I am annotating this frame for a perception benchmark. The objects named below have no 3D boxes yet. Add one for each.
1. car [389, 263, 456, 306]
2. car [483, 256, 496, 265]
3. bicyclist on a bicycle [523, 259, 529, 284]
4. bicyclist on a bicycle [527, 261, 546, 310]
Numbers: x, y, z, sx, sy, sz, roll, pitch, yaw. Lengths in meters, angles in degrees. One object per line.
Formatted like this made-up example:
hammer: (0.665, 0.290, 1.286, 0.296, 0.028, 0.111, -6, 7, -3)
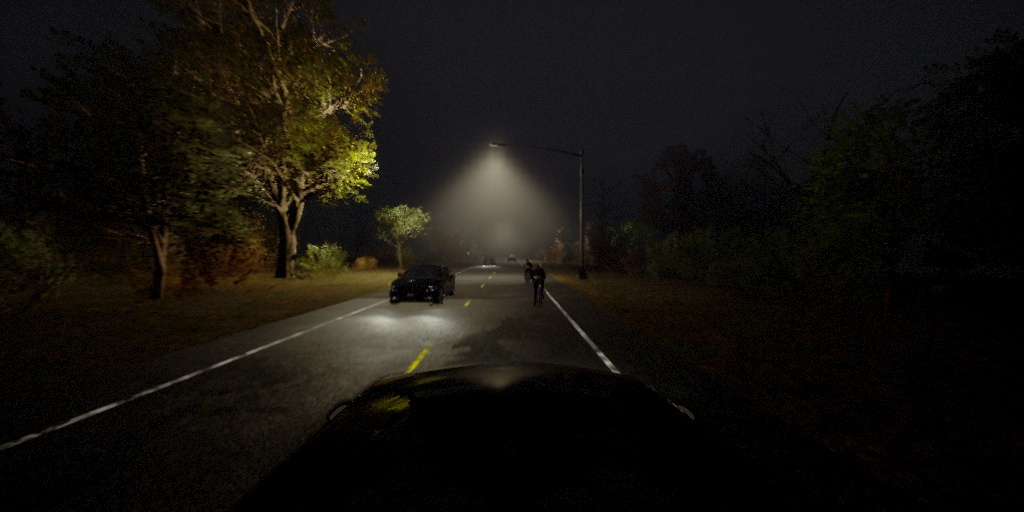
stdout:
car: (-3.593, 1.087, 15.151, 1.882, 1.535, 5.008, 0, 1, 0)
car: (-3.552, 0.695, 57.174, 2.128, 1.511, 4.902, 0, 1, 1)
bicyclist on a bicycle: (0.961, 0.993, 21.953, 0.582, 1.620, 1.656, 0, 0, 0)
bicyclist on a bicycle: (0.962, 1.086, 12.951, 0.582, 1.620, 1.656, 0, 0, 0)
